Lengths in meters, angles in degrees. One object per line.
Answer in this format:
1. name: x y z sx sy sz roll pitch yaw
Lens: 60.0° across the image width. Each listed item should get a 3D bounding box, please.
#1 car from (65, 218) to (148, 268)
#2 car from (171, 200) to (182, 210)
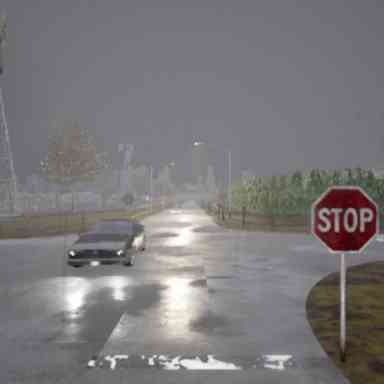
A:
1. car: -2.761 1.677 12.100 2.033 1.411 5.357 -1 -1 0
2. car: -2.717 2.224 58.471 2.128 1.511 4.902 0 -1 0
